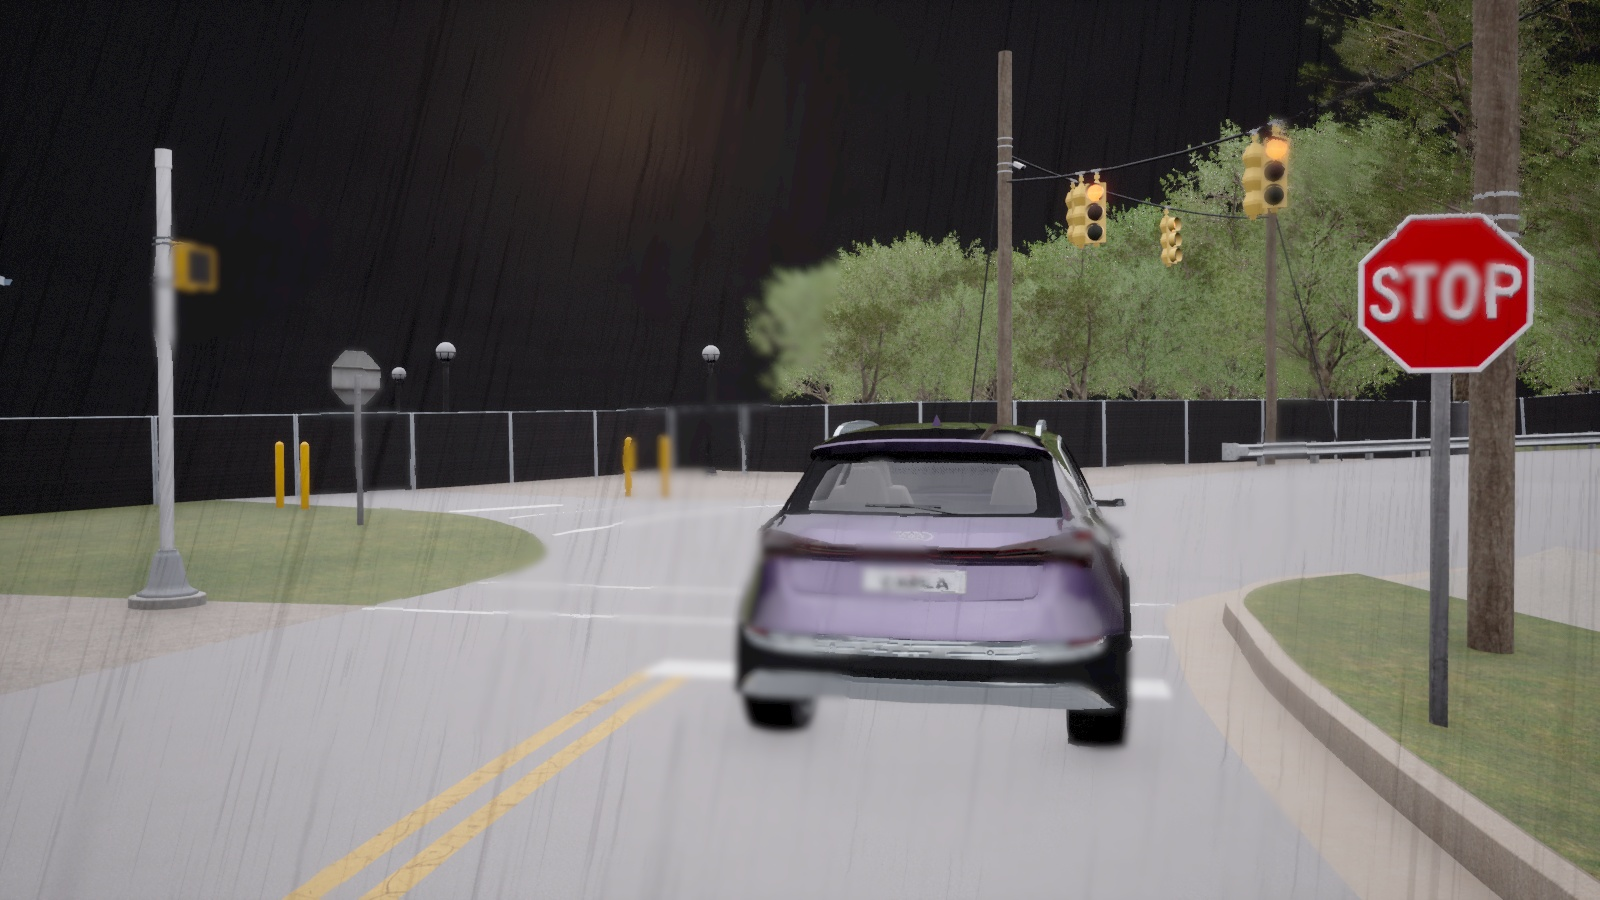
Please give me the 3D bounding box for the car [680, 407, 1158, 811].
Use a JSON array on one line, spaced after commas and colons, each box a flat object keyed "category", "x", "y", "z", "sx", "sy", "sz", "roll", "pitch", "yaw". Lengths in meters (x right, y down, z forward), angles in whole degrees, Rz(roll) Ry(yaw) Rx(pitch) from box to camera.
[{"category": "car", "x": 0.983, "y": 0.633, "z": 7.710, "sx": 2.033, "sy": 1.649, "sz": 4.856, "roll": 0, "pitch": 0, "yaw": 12}]
